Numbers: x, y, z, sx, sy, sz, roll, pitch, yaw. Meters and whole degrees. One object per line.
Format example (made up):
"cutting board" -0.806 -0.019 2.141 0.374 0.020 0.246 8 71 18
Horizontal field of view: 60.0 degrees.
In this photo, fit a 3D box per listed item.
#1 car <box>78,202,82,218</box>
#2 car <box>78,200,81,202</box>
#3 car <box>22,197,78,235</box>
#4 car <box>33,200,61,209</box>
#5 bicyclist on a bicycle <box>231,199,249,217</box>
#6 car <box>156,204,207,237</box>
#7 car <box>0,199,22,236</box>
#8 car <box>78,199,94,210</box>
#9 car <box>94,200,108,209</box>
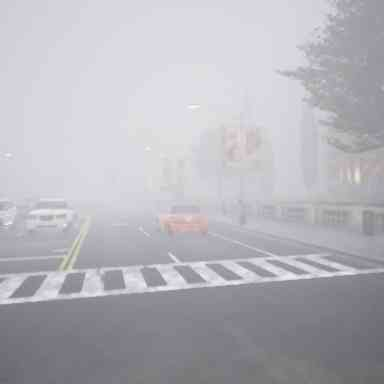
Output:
"car" -11.314 1.866 30.228 1.895 1.301 4.718 -1 0 -17
"car" -14.837 1.948 39.469 1.895 1.301 4.718 0 0 -27
"car" -8.673 1.414 20.826 2.150 2.045 5.566 -1 0 -15
"car" -24.429 2.033 56.097 4.892 1.490 1.837 -1 0 32
"bicyclist on a bicycle" 4.155 1.393 28.811 1.656 1.620 0.582 -1 0 -16
"car" -0.716 1.450 18.908 2.097 1.767 4.553 -1 0 -15
"car" -12.049 1.446 19.904 2.150 2.045 5.566 -1 0 -15
"car" -17.026 1.769 49.436 2.097 1.767 4.553 0 0 -44
"car" -15.102 1.975 52.519 1.994 1.385 4.181 0 0 -44
